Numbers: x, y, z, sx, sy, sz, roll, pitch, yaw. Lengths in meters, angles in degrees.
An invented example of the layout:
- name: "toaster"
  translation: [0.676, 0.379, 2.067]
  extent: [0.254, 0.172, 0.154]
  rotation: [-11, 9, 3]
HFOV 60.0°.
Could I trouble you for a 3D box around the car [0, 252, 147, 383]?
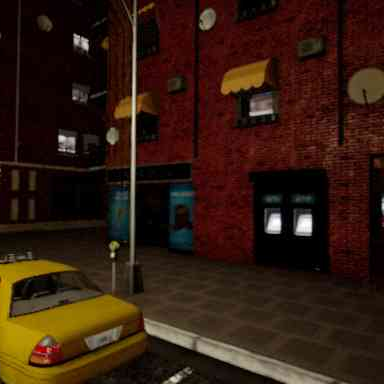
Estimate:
- name: "car"
  translation: [-2.815, 1.621, 5.167]
  extent: [4.829, 1.417, 1.752]
  rotation: [0, -2, 38]
